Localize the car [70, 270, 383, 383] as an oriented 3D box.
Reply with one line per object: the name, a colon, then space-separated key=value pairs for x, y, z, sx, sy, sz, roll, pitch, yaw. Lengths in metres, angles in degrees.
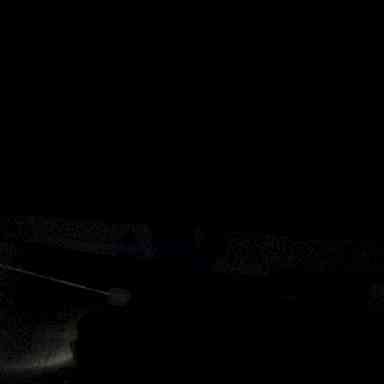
car: x=1.144 y=1.547 z=3.176 sx=5.357 sy=1.411 sz=2.033 roll=0 pitch=0 yaw=36
